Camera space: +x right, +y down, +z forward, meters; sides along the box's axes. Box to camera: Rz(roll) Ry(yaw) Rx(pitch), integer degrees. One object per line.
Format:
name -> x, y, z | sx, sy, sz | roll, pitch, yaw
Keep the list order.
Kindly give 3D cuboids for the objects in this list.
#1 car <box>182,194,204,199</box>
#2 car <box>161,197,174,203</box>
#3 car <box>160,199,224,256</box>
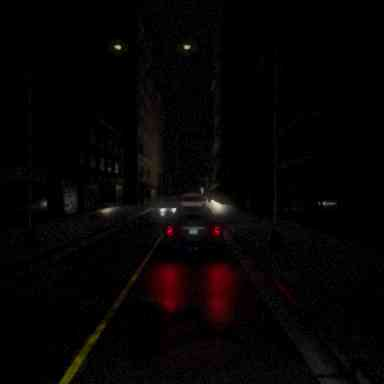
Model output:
car -> 0.064, 1.169, 27.960 | 2.150, 2.045, 5.566 | 0, 0, 0
car -> -3.093, 1.428, 44.484 | 1.812, 1.442, 4.674 | 0, 0, 0
car -> 0.065, 1.329, 13.139 | 2.097, 1.767, 4.553 | 0, 0, 0
